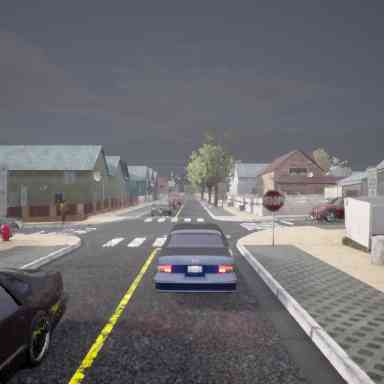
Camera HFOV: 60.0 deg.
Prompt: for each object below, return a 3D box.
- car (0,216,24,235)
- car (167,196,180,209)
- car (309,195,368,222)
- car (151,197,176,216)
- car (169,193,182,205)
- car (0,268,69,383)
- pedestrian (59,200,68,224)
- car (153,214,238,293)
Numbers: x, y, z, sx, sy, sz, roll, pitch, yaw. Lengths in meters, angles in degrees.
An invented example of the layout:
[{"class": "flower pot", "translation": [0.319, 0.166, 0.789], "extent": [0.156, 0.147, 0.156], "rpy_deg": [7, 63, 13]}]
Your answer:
[{"class": "car", "translation": [-12.445, 1.768, 19.355], "extent": [4.902, 1.511, 2.128], "rpy_deg": [-2, -1, 0]}, {"class": "car", "translation": [-2.923, 1.602, 42.839], "extent": [1.895, 1.301, 4.718], "rpy_deg": [0, 0, 0]}, {"class": "car", "translation": [10.326, 1.067, 22.487], "extent": [4.553, 1.767, 2.097], "rpy_deg": [-2, -1, -1]}, {"class": "car", "translation": [-2.894, 1.528, 32.744], "extent": [1.812, 1.442, 4.674], "rpy_deg": [0, 0, 0]}, {"class": "car", "translation": [-2.957, 1.210, 56.199], "extent": [2.150, 2.045, 5.566], "rpy_deg": [0, 1, 0]}, {"class": "car", "translation": [-2.855, 1.548, 3.001], "extent": [2.033, 1.411, 5.357], "rpy_deg": [0, 0, 0]}, {"class": "pedestrian", "translation": [-9.738, 1.462, 25.242], "extent": [0.375, 1.860, 0.375], "rpy_deg": [0, 0, 0]}, {"class": "car", "translation": [0.118, 1.550, 8.992], "extent": [2.033, 1.411, 5.357], "rpy_deg": [0, 0, 1]}]
